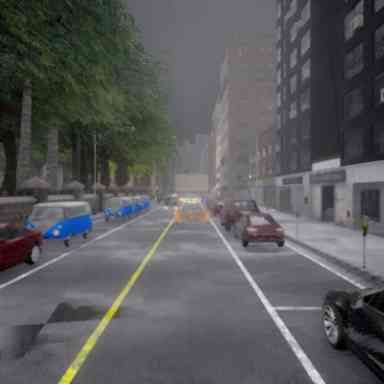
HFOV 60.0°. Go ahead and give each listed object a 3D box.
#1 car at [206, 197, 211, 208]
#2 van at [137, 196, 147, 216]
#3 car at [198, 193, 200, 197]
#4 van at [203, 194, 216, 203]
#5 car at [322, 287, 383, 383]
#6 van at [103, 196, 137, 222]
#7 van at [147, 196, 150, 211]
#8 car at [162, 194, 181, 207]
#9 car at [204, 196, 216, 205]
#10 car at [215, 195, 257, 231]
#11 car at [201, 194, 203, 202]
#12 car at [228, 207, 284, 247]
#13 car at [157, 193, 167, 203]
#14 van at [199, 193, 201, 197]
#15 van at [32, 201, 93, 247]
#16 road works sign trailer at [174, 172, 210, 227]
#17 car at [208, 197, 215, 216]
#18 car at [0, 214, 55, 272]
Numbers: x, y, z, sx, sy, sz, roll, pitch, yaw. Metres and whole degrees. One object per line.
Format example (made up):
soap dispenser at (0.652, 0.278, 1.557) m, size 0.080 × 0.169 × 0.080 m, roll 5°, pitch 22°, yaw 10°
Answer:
car at (2.850, 1.528, 37.306) m, size 1.802 × 1.307 × 4.206 m, roll 0°, pitch 0°, yaw 0°
van at (-5.675, 1.299, 31.619) m, size 1.690 × 1.788 × 3.998 m, roll 0°, pitch 0°, yaw 0°
car at (2.847, 1.421, 71.269) m, size 1.947 × 1.339 × 4.313 m, roll 0°, pitch 0°, yaw 0°
van at (2.849, 1.261, 48.627) m, size 1.690 × 1.788 × 3.998 m, roll 0°, pitch 0°, yaw 0°
car at (2.853, 1.563, 3.343) m, size 1.947 × 1.339 × 4.313 m, roll 0°, pitch 0°, yaw 0°
van at (-5.674, 1.309, 25.962) m, size 1.690 × 1.788 × 3.998 m, roll 0°, pitch 0°, yaw 0°
van at (-5.675, 1.287, 37.277) m, size 1.690 × 1.788 × 3.998 m, roll 0°, pitch 0°, yaw 0°
car at (-3.075, 1.422, 50.416) m, size 1.837 × 1.490 × 4.892 m, roll 0°, pitch 0°, yaw 0°
car at (2.850, 1.515, 42.967) m, size 1.802 × 1.307 × 4.206 m, roll 0°, pitch 0°, yaw 0°
car at (2.850, 1.292, 20.325) m, size 2.192 × 1.841 × 5.009 m, roll 0°, pitch 0°, yaw 0°
car at (2.848, 1.450, 54.288) m, size 1.887 × 1.381 × 4.507 m, roll 0°, pitch 0°, yaw 0°
car at (2.852, 1.567, 14.664) m, size 1.802 × 1.307 × 4.206 m, roll 0°, pitch 0°, yaw 0°
car at (-5.678, 1.188, 65.567) m, size 2.192 × 1.841 × 5.009 m, roll 0°, pitch 0°, yaw 0°
van at (2.847, 1.214, 65.608) m, size 1.690 × 1.788 × 3.998 m, roll 0°, pitch 0°, yaw 0°
van at (-5.674, 1.326, 14.646) m, size 1.690 × 1.788 × 3.998 m, roll 0°, pitch 0°, yaw 0°
road works sign trailer at (-0.003, 0.438, 22.277) m, size 2.380 × 3.560 × 2.880 m, roll 0°, pitch 0°, yaw 0°
car at (2.851, 1.502, 31.646) m, size 1.887 × 1.381 × 4.507 m, roll 0°, pitch 0°, yaw 0°
car at (-5.673, 1.537, 8.988) m, size 1.887 × 1.381 × 4.507 m, roll 0°, pitch 0°, yaw 0°
